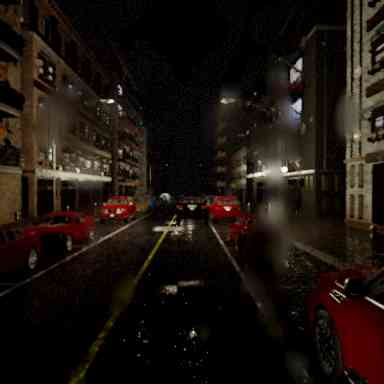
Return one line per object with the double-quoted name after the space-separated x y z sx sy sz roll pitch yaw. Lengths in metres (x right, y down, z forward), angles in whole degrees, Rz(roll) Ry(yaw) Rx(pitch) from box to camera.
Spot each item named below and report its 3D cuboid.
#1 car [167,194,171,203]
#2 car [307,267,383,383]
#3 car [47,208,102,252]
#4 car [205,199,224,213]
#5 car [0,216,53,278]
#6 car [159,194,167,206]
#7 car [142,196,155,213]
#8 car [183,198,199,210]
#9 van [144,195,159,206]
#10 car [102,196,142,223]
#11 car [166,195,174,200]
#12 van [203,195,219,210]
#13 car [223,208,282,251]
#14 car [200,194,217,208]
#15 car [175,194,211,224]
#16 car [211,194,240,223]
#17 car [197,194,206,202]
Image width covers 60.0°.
-5.636 1.472 64.663 2.008 1.369 4.403 -1 0 0 "car"
2.546 1.309 2.422 2.192 1.841 5.009 -1 0 0 "car"
-5.387 1.531 13.802 1.887 1.381 4.507 -1 0 0 "car"
2.383 1.531 36.408 1.802 1.307 4.206 -1 0 0 "car"
-5.359 1.539 8.151 1.887 1.381 4.507 -1 0 0 "car"
-5.582 1.375 53.361 1.967 1.590 4.097 -1 0 0 "car"
-5.497 1.483 36.237 1.752 1.417 4.829 -1 0 0 "car"
-0.106 1.507 42.976 1.994 1.385 4.181 0 0 0 "car"
-5.528 1.291 42.058 1.690 1.788 3.998 -1 0 0 "van"
-5.446 1.287 25.104 2.192 1.841 5.009 -1 0 0 "car"
-5.747 1.418 87.099 1.752 1.417 4.829 -1 0 0 "car"
2.352 1.283 42.071 1.690 1.788 3.998 -1 0 0 "van"
2.494 1.561 13.751 1.802 1.307 4.206 -1 0 0 "car"
2.324 1.250 47.736 2.192 1.841 5.009 -1 0 0 "car"
-0.019 1.188 24.294 2.150 2.045 5.566 0 0 -1 "car"
2.435 1.279 25.078 2.192 1.841 5.009 -1 0 0 "car"
2.187 1.339 76.058 1.967 1.590 4.097 -1 0 0 "car"
